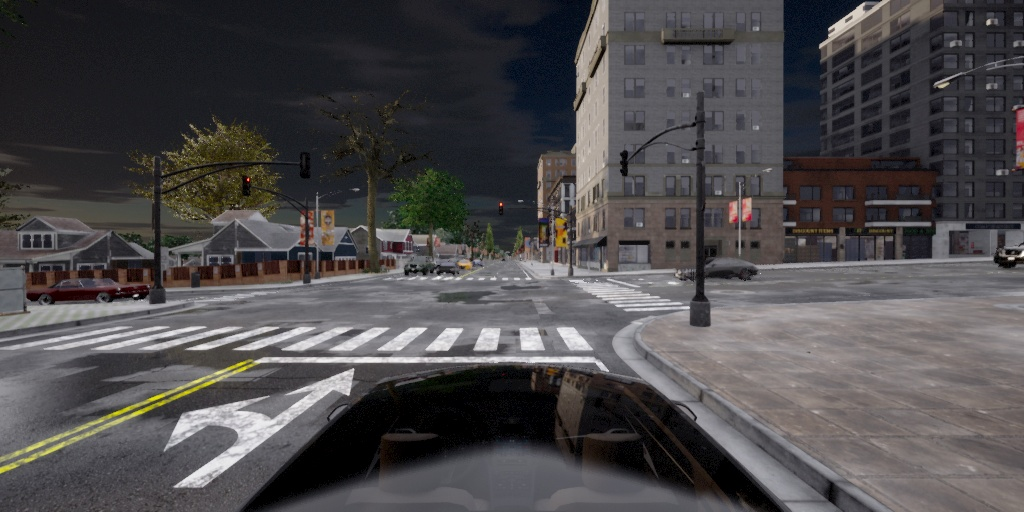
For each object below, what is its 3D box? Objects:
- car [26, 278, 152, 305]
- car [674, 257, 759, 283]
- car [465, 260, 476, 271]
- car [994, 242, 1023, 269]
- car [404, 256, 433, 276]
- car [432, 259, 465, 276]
[{"bbox_3d":[-21.644,1.806,18.537,4.718,1.301,1.895,-2,0,0],"label":"car"},{"bbox_3d":[12.411,0.813,21.895,4.674,1.442,1.812,-3,0,1],"label":"car"},{"bbox_3d":[-6.650,1.265,49.969,1.882,1.535,5.008,0,0,0],"label":"car"},{"bbox_3d":[33.340,-0.281,21.972,5.566,2.045,2.150,-2,0,0],"label":"car"},{"bbox_3d":[-9.887,0.988,38.596,2.150,2.045,5.566,0,0,0],"label":"car"},{"bbox_3d":[-6.640,1.315,37.906,2.033,1.411,5.357,0,0,0],"label":"car"}]
